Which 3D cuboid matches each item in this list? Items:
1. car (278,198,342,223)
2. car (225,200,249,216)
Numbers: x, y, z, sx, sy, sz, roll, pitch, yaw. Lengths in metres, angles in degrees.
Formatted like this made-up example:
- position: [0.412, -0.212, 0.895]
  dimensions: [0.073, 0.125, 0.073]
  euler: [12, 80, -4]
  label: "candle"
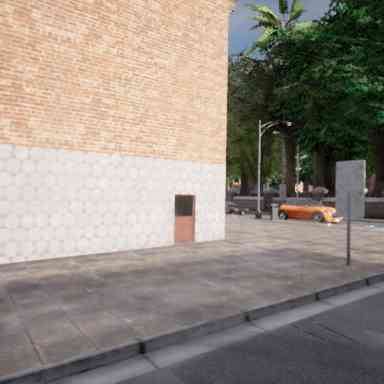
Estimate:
- position: [8.675, 1.337, 24.600]
  dimensions: [2.097, 1.767, 4.553]
  euler: [2, -1, -35]
  label: "car"
- position: [3.120, 1.527, 32.501]
  dimensions: [2.033, 1.411, 5.357]
  euler: [2, -1, -35]
  label: "car"
